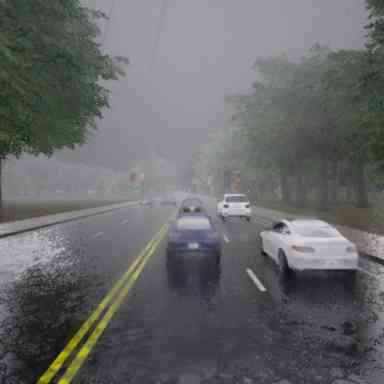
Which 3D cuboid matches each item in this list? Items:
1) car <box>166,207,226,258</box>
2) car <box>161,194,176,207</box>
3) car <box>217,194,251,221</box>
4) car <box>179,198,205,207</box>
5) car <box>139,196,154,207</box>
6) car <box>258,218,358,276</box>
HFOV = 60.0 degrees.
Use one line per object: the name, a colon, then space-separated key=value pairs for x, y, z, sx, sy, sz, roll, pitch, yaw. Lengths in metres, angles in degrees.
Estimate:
car: x=0.054 y=1.500 z=12.504 sx=1.812 sy=1.442 sz=4.674 roll=0 pitch=0 yaw=0
car: x=-3.486 y=1.246 z=50.078 sx=2.097 sy=1.767 sz=4.553 roll=0 pitch=0 yaw=0
car: x=3.261 y=1.167 z=26.612 sx=2.150 sy=2.045 sz=5.566 roll=0 pitch=0 yaw=0
car: x=0.013 y=1.293 z=27.434 sx=2.097 sy=1.767 sz=4.553 roll=0 pitch=0 yaw=0
car: x=-6.735 y=1.386 z=49.401 sx=2.128 sy=1.511 sz=4.902 roll=0 pitch=0 yaw=0
car: x=3.293 y=1.504 z=10.126 sx=1.812 sy=1.442 sz=4.674 roll=0 pitch=0 yaw=0
